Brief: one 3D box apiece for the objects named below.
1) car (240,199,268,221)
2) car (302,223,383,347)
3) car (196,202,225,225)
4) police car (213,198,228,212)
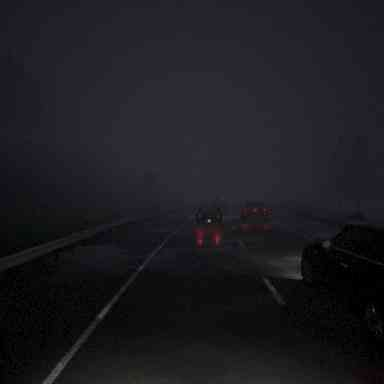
[{"bbox_3d":[5.257,1.486,28.605,2.097,1.767,4.553,0,0,6],"label":"car"},{"bbox_3d":[3.755,1.386,6.504,2.097,1.767,4.553,0,0,1],"label":"car"},{"bbox_3d":[1.381,1.715,25.183,1.895,1.301,4.718,0,0,5],"label":"car"},{"bbox_3d":[3.547,1.620,42.541,1.930,1.638,5.238,0,0,9],"label":"police car"}]
